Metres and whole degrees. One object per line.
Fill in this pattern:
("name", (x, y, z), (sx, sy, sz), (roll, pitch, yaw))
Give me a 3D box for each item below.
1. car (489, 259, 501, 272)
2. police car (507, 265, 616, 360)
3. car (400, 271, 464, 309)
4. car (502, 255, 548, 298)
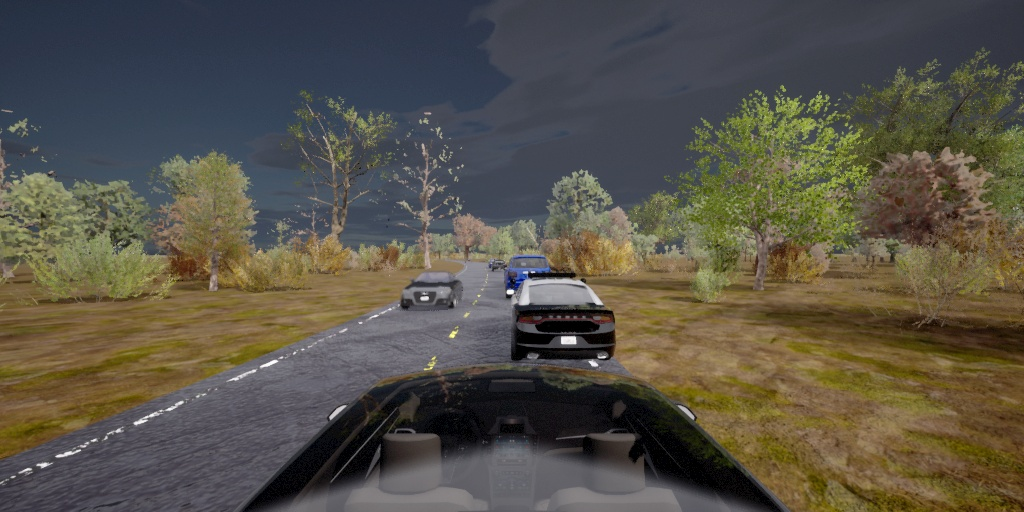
("car", (-1.737, 1.254, 46.942), (1.837, 1.490, 4.892), (0, 0, -5))
("police car", (0.908, 1.174, 8.443), (1.930, 1.638, 5.238), (0, 0, 0))
("car", (-3.136, 1.313, 14.727), (1.994, 1.385, 4.181), (0, 0, -1))
("car", (0.736, 0.972, 18.411), (2.150, 2.045, 5.566), (0, 0, -2))
